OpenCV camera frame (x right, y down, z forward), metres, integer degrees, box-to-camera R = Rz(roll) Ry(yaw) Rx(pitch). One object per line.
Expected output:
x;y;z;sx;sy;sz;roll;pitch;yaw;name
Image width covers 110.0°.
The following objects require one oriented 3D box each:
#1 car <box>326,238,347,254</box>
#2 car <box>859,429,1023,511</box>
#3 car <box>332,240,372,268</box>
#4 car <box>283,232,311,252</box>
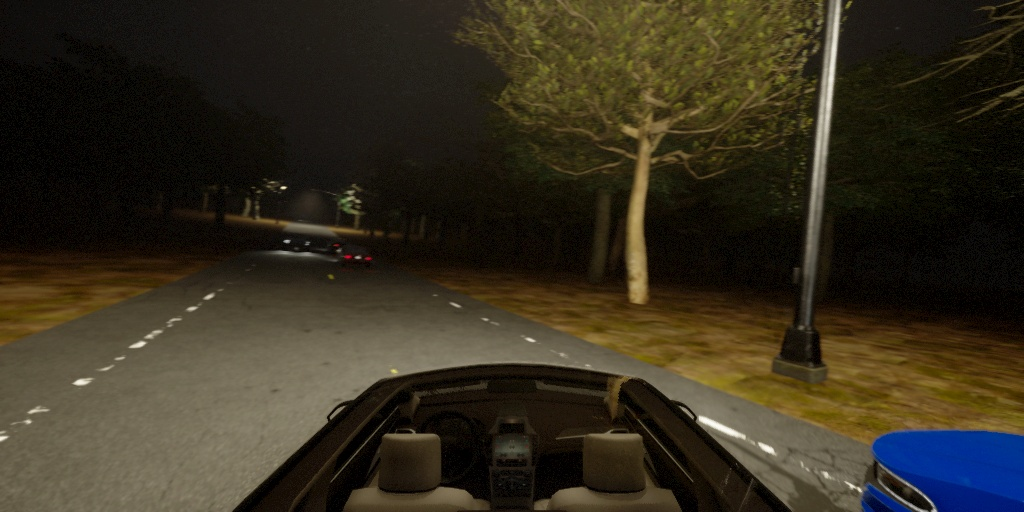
-17.461;-1.023;36.039;1.837;1.490;4.892;5;3;-30;car
4.233;1.606;0.783;1.882;1.535;5.008;5;0;-30;car
-11.024;-0.022;24.989;2.033;1.411;5.357;5;1;-30;car
-20.224;-1.395;33.807;2.097;1.767;4.553;5;2;-30;car
